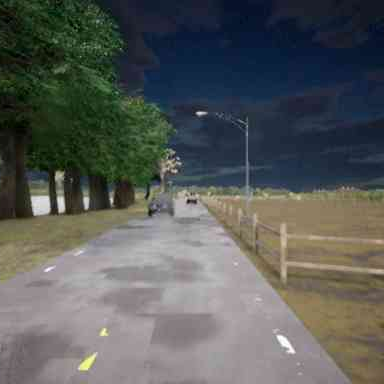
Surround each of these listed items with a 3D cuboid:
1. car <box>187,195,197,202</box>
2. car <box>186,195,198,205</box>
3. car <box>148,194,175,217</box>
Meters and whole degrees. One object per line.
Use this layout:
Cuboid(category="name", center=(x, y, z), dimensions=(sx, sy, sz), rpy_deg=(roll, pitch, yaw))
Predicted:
Cuboid(category="car", center=(-0.015, 1.345, 69.567), dimensions=(1.882, 1.535, 5.008), rpy_deg=(0, 0, 0))
Cuboid(category="car", center=(-0.013, 1.493, 59.065), dimensions=(1.882, 1.535, 5.008), rpy_deg=(0, 0, 0))
Cuboid(category="car", center=(-2.761, 1.188, 31.138), dimensions=(2.150, 2.045, 5.566), rpy_deg=(0, 0, 0))
